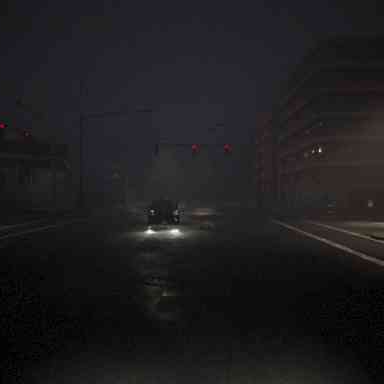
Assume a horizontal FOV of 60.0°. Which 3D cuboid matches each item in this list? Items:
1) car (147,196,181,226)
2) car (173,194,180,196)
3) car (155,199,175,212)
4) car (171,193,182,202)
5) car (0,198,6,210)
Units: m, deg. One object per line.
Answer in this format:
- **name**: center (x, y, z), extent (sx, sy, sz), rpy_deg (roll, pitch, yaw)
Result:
- **car**: center (-2.121, 1.352, 23.560), extent (2.097, 1.767, 4.553), rpy_deg (0, 0, -9)
- **car**: center (-3.312, 1.563, 55.874), extent (1.994, 1.385, 4.181), rpy_deg (0, 0, 0)
- **car**: center (-3.191, 1.547, 40.067), extent (2.033, 1.411, 5.357), rpy_deg (0, 0, 0)
- **car**: center (-3.359, 1.193, 71.770), extent (2.097, 1.767, 4.553), rpy_deg (0, 0, 0)
- **car**: center (-24.023, 1.456, 38.959), extent (3.806, 1.475, 1.970), rpy_deg (0, 0, 1)
